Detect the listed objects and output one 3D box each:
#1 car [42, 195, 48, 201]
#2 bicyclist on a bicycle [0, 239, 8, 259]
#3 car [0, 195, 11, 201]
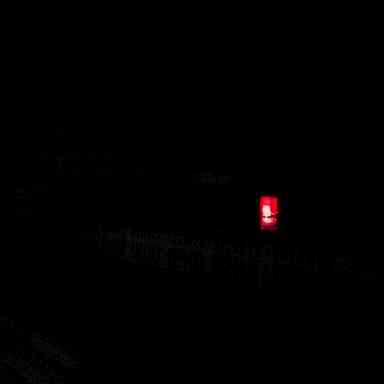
[{"bbox_3d":[-34.352,1.513,79.913,4.514,1.523,2.007,0,-1,41],"label":"car"},{"bbox_3d":[-6.318,1.300,9.847,0.582,1.620,1.656,0,0,40],"label":"bicyclist on a bicycle"},{"bbox_3d":[-40.931,1.359,72.393,3.633,1.501,1.845,0,-1,41],"label":"car"}]
